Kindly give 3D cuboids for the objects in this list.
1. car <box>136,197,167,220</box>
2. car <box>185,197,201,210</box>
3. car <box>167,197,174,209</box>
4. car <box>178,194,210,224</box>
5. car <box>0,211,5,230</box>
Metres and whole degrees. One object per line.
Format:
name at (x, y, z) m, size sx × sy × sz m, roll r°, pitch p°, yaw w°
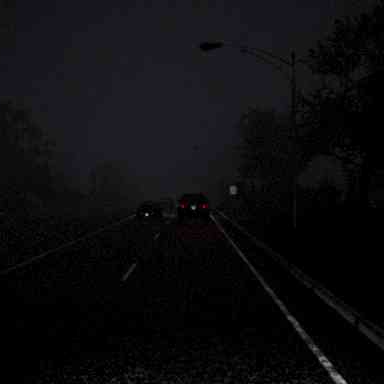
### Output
car at (-3.410, 1.434, 27.631) m, size 1.837 × 1.490 × 4.892 m, roll 0°, pitch 1°, yaw 0°
car at (0.126, 1.440, 42.676) m, size 2.033 × 1.411 × 5.357 m, roll 0°, pitch 0°, yaw 0°
car at (-3.389, 1.396, 44.009) m, size 2.128 × 1.511 × 4.902 m, roll 0°, pitch -1°, yaw 0°
car at (0.117, 1.153, 24.328) m, size 2.150 × 2.045 × 5.566 m, roll 0°, pitch 0°, yaw 0°
car at (-12.042, 1.480, 18.029) m, size 1.812 × 1.442 × 4.674 m, roll 0°, pitch 0°, yaw 0°
